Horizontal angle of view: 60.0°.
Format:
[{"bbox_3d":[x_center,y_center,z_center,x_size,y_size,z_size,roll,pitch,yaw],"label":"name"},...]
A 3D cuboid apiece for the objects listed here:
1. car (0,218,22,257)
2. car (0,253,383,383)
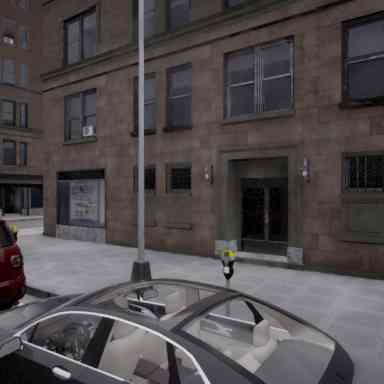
[{"bbox_3d":[-5.209,1.315,6.352,5.009,1.841,2.192,0,0,34],"label":"car"},{"bbox_3d":[-0.515,1.551,3.150,4.403,1.369,2.008,0,0,34],"label":"car"}]
